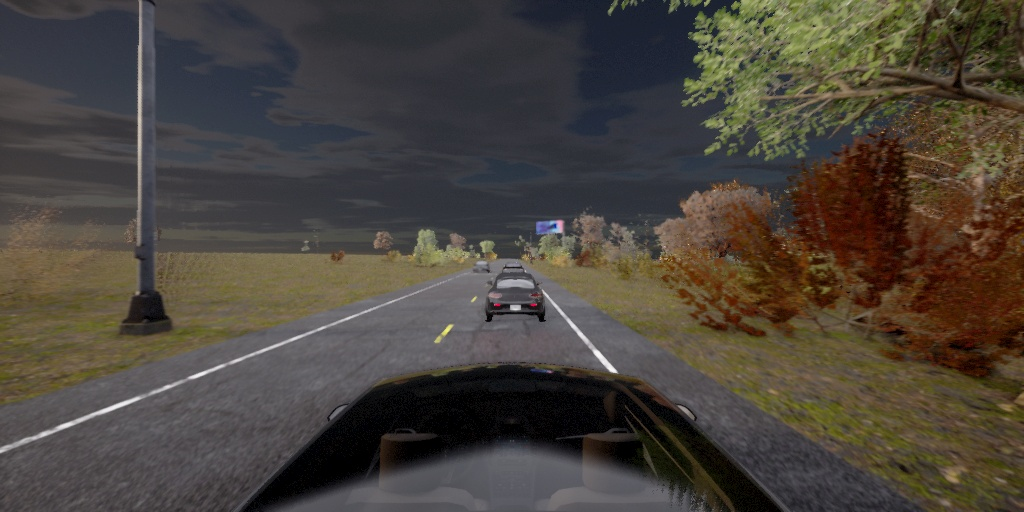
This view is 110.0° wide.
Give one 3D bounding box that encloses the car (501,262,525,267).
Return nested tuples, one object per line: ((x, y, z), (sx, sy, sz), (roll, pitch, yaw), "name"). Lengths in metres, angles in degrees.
((0.101, 1.250, 30.157), (2.128, 1.511, 4.902), (0, 0, 0), "car")

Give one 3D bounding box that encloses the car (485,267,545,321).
((0.100, 1.278, 12.348), (1.812, 1.442, 4.674), (0, 0, 0), "car")

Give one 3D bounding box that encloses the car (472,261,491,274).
((-3.562, 1.291, 42.690), (1.812, 1.442, 4.674), (0, 0, 0), "car")
